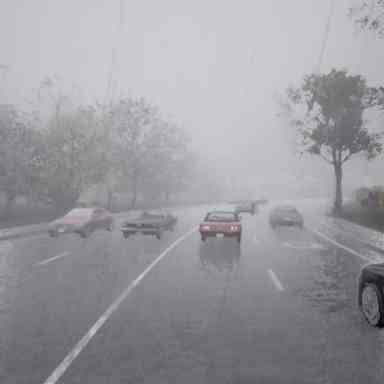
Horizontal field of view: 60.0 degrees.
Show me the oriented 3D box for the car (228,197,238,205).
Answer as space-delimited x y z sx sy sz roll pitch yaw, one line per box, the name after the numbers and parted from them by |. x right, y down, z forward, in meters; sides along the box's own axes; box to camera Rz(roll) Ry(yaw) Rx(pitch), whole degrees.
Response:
7.801 1.579 57.309 1.994 1.385 4.181 0 0 28 | car

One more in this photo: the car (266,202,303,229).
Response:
6.145 1.590 22.000 1.994 1.385 4.181 0 0 12 | car

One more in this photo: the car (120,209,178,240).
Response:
-2.071 1.589 17.312 1.895 1.301 4.718 0 0 9 | car

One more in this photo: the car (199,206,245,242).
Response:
1.560 1.605 16.641 1.895 1.301 4.718 0 0 9 | car

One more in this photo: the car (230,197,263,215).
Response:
5.666 1.569 33.981 2.033 1.411 5.357 0 0 18 | car

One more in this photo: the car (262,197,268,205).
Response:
11.523 1.518 56.857 1.882 1.535 5.008 0 0 28 | car

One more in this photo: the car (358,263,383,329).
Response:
3.826 1.506 4.058 2.128 1.511 4.902 0 0 2 | car

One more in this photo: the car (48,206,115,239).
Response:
-5.570 1.498 17.420 1.812 1.442 4.674 0 0 9 | car
